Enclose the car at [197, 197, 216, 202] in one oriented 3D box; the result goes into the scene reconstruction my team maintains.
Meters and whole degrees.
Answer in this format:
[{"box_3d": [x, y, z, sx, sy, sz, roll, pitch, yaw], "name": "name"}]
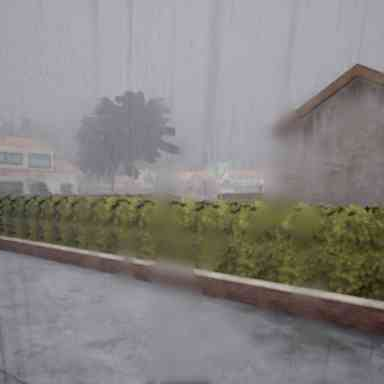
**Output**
[{"box_3d": [1.930, 1.416, 46.429, 2.033, 1.411, 5.357, 1, 0, 36], "name": "car"}]
